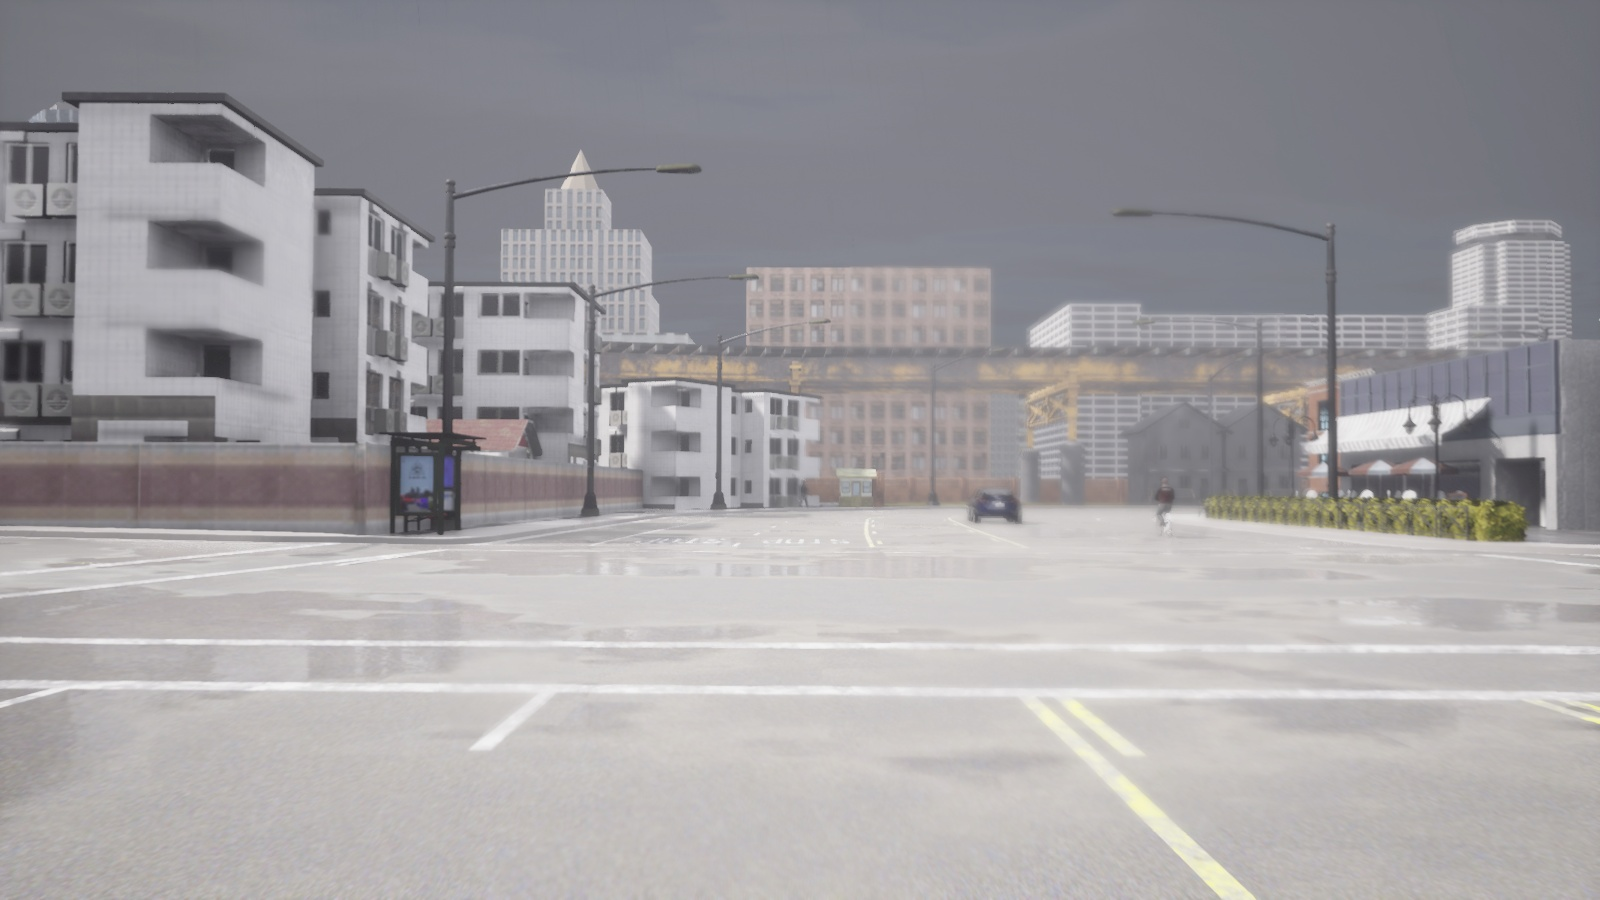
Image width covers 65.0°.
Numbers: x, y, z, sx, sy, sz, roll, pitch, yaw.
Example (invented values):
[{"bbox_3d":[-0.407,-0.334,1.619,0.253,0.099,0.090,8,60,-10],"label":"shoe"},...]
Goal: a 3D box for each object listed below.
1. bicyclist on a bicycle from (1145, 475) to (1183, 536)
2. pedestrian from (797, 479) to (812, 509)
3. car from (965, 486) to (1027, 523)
[{"bbox_3d":[10.920,1.661,37.739,0.659,1.776,1.843,0,-2,2],"label":"bicyclist on a bicycle"},{"bbox_3d":[0.281,2.764,78.845,0.563,1.883,0.849,-1,-2,32],"label":"pedestrian"},{"bbox_3d":[8.241,2.282,53.237,2.163,1.488,4.792,0,-2,3],"label":"car"}]
